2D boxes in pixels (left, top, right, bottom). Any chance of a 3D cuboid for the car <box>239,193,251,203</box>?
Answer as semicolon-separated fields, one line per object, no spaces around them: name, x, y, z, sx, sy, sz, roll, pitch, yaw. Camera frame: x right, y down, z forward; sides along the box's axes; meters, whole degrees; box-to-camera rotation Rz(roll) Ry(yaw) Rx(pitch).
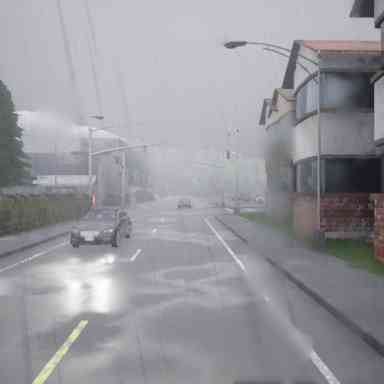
car;12.582;1.236;65.821;5.027;1.636;2.152;0;0;-2

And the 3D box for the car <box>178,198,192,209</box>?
car;-1.046;1.594;47.120;2.033;1.411;5.357;0;0;-1

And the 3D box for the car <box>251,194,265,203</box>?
car;13.064;1.308;59.413;3.806;1.475;1.970;0;0;-2

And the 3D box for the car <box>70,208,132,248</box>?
car;-3.922;1.508;14.995;2.128;1.511;4.902;0;0;-1

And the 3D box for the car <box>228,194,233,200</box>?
car;11.783;1.196;81.506;4.605;1.855;1.932;0;0;-2

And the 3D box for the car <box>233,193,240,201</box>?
car;12.267;1.173;78.611;3.866;1.878;1.905;0;0;-2
